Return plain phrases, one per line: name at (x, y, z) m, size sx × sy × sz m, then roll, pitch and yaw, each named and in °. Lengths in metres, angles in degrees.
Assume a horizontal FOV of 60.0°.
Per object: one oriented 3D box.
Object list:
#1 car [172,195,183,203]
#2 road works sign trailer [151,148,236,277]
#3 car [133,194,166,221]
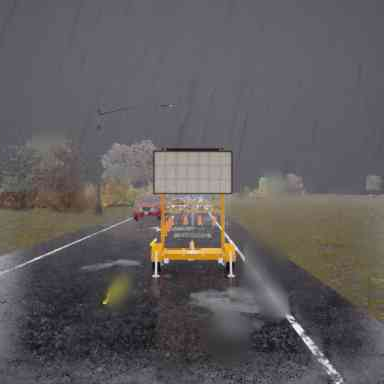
car at (-3.012, 1.397, 69.755) m, size 2.097 × 1.767 × 4.553 m, roll 0°, pitch 0°, yaw 1°
road works sign trailer at (0.026, 0.468, 10.228) m, size 2.380 × 3.560 × 2.880 m, roll 0°, pitch 0°, yaw -1°
car at (-3.421, 1.236, 27.726) m, size 2.150 × 2.045 × 5.566 m, roll 0°, pitch 0°, yaw 0°
